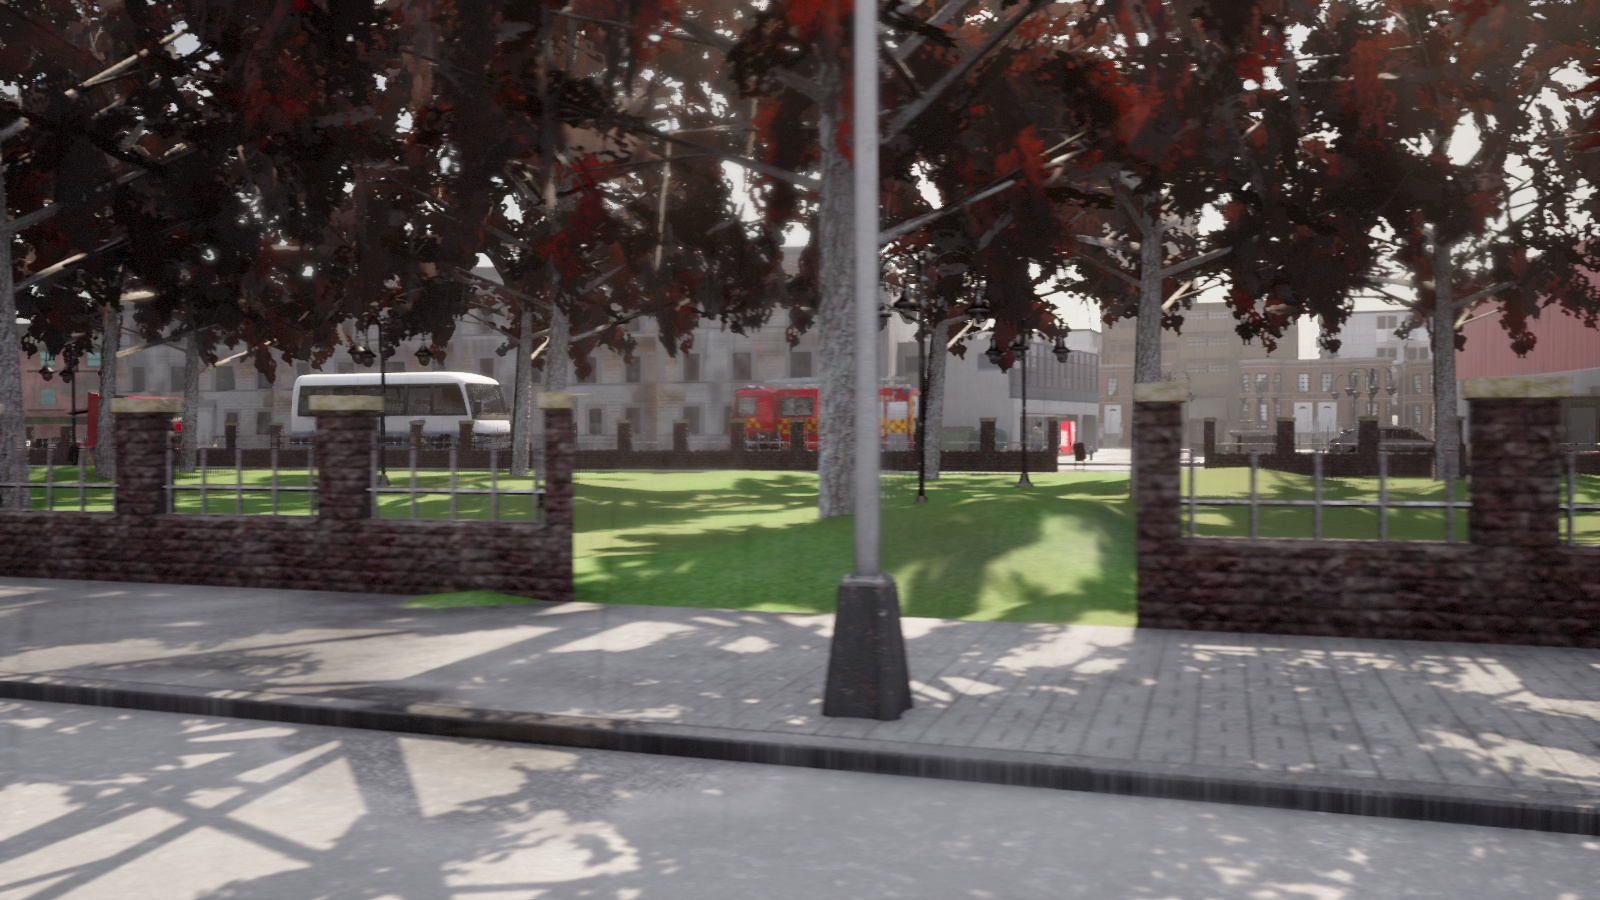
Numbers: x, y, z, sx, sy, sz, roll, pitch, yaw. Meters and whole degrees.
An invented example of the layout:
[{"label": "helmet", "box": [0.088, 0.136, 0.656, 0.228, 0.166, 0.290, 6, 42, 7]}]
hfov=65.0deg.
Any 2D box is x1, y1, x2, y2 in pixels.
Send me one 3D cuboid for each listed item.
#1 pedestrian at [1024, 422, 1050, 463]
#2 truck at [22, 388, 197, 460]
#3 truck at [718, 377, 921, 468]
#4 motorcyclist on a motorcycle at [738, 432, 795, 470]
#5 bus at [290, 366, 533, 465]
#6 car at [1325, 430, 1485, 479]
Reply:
[{"label": "pedestrian", "box": [11.033, -0.358, 58.485, 0.900, 1.855, 0.874, 1, 1, 31]}, {"label": "truck", "box": [-34.738, -1.296, 63.214, 7.936, 3.462, 2.891, 0, 1, 16]}, {"label": "truck", "box": [0.856, -1.221, 55.401, 8.468, 3.827, 2.891, 1, 1, 18]}, {"label": "motorcyclist on a motorcycle", "box": [-1.396, 0.025, 51.952, 2.191, 1.530, 0.866, 1, 1, 18]}, {"label": "bus", "box": [-17.727, -1.534, 57.381, 10.273, 4.253, 3.944, 1, 1, 19]}, {"label": "car", "box": [21.252, 0.126, 44.361, 4.856, 1.649, 2.033, 1, 1, 19]}]
